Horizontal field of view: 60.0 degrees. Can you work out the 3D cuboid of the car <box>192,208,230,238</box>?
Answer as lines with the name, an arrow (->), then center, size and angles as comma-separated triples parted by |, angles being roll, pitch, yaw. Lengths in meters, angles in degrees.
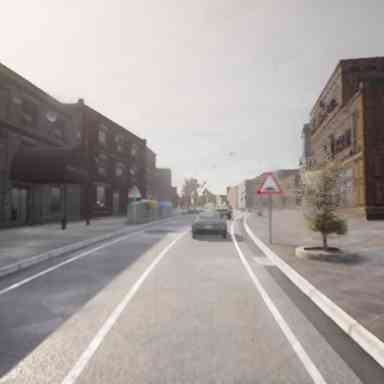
car -> 1.082, 1.859, 19.683 | 1.994, 1.385, 4.181 | -1, -2, 5

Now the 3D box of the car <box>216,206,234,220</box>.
car -> 3.511, 2.259, 36.924 | 2.128, 1.511, 4.902 | -1, -2, 10
